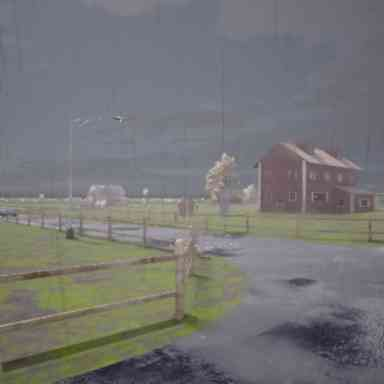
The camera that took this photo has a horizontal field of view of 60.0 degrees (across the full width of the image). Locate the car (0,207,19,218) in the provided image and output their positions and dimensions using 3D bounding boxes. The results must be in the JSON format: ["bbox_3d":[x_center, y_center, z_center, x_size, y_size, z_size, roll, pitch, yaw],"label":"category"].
[{"bbox_3d":[-25.524,2.795,45.854,2.033,1.411,5.357,1,-2,-42],"label":"car"}]
